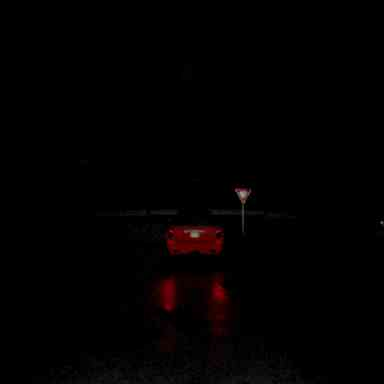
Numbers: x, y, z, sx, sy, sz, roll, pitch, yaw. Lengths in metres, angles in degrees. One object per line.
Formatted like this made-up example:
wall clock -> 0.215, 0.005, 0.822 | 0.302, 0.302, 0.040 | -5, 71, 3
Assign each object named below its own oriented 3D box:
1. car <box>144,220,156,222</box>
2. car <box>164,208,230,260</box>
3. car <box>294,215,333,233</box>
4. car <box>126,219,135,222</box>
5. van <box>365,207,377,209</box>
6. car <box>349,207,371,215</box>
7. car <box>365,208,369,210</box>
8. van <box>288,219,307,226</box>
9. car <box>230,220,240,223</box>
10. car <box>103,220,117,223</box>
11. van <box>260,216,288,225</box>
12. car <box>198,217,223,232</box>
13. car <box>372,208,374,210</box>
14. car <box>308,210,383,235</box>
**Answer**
car -> -6.130, 4.875, 49.240 | 2.163, 1.488, 4.792 | 0, -1, -18
car -> 0.092, 1.452, 13.076 | 2.097, 1.767, 4.553 | 0, -1, 0
car -> 17.529, 4.589, 48.523 | 2.435, 2.045, 5.566 | 0, -1, -18
car -> -9.169, 4.845, 49.526 | 1.946, 1.575, 5.366 | 0, 0, -18
van -> 40.779, 4.500, 75.520 | 4.442, 1.987, 1.878 | -1, 0, -17
car -> 41.199, 4.577, 81.555 | 4.553, 1.767, 2.185 | -1, 0, -17
car -> 40.720, 4.776, 72.563 | 4.674, 1.452, 2.002 | -1, 0, -17
van -> 14.517, 4.617, 48.746 | 1.878, 1.987, 4.442 | 0, 0, -18
car -> 5.691, 4.845, 48.904 | 2.231, 1.521, 4.892 | 0, 0, -18
car -> -12.056, 4.846, 49.444 | 2.097, 1.535, 5.008 | 0, -1, -18
van -> 11.559, 4.618, 48.837 | 1.878, 1.987, 4.442 | 0, -1, -18
car -> 2.719, 4.720, 49.025 | 2.185, 1.767, 4.553 | 0, -1, -18
car -> 40.737, 4.742, 69.616 | 5.366, 1.575, 1.946 | -1, 0, -17
car -> 11.690, 2.209, 24.865 | 4.892, 1.490, 1.837 | 5, 0, 3
